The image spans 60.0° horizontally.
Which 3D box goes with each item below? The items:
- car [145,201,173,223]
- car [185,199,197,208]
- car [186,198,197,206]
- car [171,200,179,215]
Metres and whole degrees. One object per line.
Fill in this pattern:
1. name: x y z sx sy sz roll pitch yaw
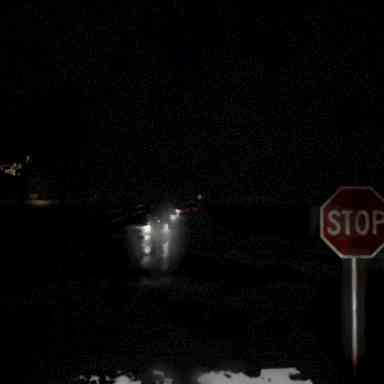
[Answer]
1. car: -2.810 1.767 27.805 1.812 1.442 4.674 0 -1 -1
2. car: -0.082 2.126 60.009 1.812 1.442 4.674 0 -1 0
3. car: -0.096 2.118 70.296 2.128 1.511 4.902 0 -1 0
4. car: -2.902 1.841 39.533 1.882 1.535 5.008 0 -1 0
